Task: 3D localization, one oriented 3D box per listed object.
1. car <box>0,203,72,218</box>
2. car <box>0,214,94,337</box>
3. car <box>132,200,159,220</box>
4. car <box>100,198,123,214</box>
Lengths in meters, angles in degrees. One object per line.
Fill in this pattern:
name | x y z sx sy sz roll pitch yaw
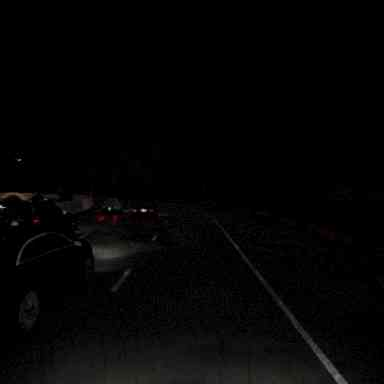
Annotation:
car | -6.902 1.254 15.099 2.097 1.767 4.553 0 0 0
car | -3.411 1.449 6.539 2.128 1.511 4.902 0 0 0
car | -3.706 1.375 26.559 2.033 1.411 5.357 0 0 -4
car | -7.880 1.312 32.921 1.812 1.442 4.674 0 0 -7
